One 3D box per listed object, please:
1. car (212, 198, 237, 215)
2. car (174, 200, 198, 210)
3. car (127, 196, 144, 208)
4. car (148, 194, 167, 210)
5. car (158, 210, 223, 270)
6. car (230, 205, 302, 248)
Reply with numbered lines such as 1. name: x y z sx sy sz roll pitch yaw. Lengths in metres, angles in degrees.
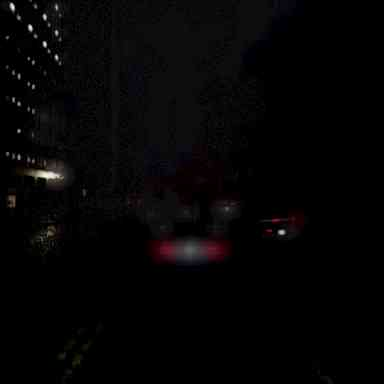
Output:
1. car: 2.847 1.269 29.285 2.128 1.511 4.902 4 -1 -2
2. car: -0.516 1.509 29.812 1.837 1.490 4.892 0 0 -2
3. car: -7.948 1.359 47.053 2.097 1.767 4.553 0 0 -3
4. car: -4.535 1.230 43.854 2.150 2.045 5.566 0 0 -3
5. car: -0.064 1.548 10.992 2.033 1.411 5.357 0 0 0
6. car: 3.142 1.342 14.178 2.128 1.511 4.902 -3 -3 -1
